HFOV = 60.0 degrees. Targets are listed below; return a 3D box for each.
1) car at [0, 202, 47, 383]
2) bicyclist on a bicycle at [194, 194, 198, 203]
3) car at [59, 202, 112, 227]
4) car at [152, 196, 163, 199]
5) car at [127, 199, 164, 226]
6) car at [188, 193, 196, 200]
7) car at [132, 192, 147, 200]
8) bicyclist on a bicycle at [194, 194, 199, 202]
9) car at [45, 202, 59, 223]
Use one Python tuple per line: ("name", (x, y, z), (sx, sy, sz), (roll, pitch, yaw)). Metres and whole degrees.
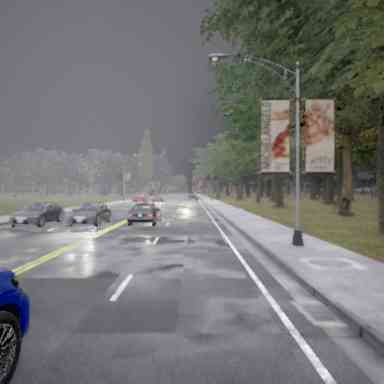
("car", (-3.151, 1.213, 1.901), (2.150, 2.045, 5.566), (0, 0, 0))
("bicyclist on a bicycle", (0.878, 1.239, 58.751), (0.866, 1.612, 1.509), (0, 0, 0))
("car", (-6.603, 1.409, 21.953), (2.128, 1.511, 4.902), (0, 0, 0))
("car", (-6.540, 1.358, 63.453), (1.994, 1.385, 4.181), (0, 0, 1))
("car", (-3.155, 1.462, 22.760), (2.033, 1.411, 5.357), (0, 0, 0))
("car", (-0.021, 1.133, 83.181), (1.837, 1.490, 4.892), (0, 0, 0))
("car", (-9.782, 1.011, 62.753), (2.150, 2.045, 5.566), (0, 0, 0))
("bicyclist on a bicycle", (0.881, 1.213, 67.671), (0.866, 1.612, 1.509), (0, 0, 0))
("car", (-9.852, 1.410, 21.512), (2.128, 1.511, 4.902), (0, 0, 0))
